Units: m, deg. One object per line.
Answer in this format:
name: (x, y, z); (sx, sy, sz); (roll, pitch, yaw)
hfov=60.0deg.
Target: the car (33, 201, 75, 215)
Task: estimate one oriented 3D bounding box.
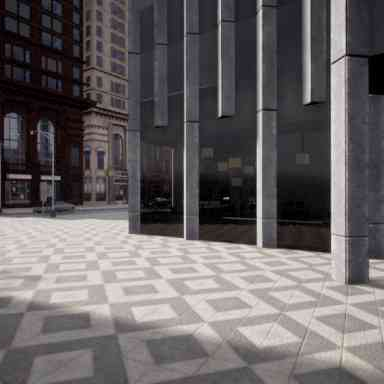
car: (-14.583, 1.629, 35.289); (1.994, 1.385, 4.181); (0, 0, 36)
